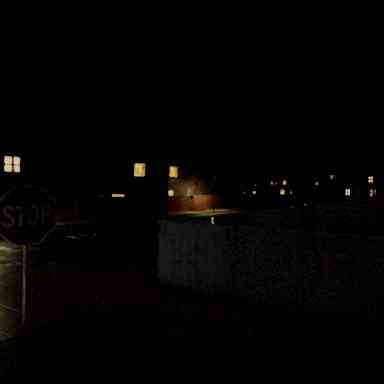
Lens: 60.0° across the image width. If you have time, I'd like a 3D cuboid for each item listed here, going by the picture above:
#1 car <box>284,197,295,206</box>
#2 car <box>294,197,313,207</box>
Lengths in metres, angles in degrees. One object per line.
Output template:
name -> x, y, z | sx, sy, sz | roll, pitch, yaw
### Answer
car -> 16.782, 1.530, 55.292 | 1.812, 1.442, 4.674 | 1, 0, 2
car -> 15.350, 1.605, 45.374 | 1.994, 1.385, 4.181 | 1, 0, 16
